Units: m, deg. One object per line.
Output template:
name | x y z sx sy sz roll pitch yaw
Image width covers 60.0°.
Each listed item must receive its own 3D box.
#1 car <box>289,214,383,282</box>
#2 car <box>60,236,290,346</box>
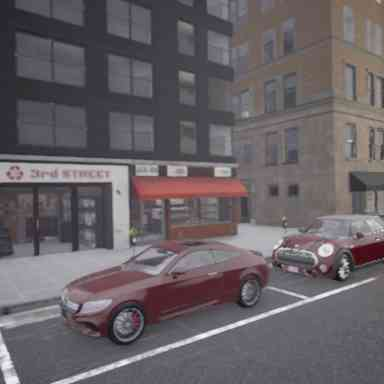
car | 4.170 1.413 9.606 4.097 1.590 1.967 -1 -1 -36
car | -0.280 1.610 6.364 4.206 1.307 1.802 -1 -1 -36
